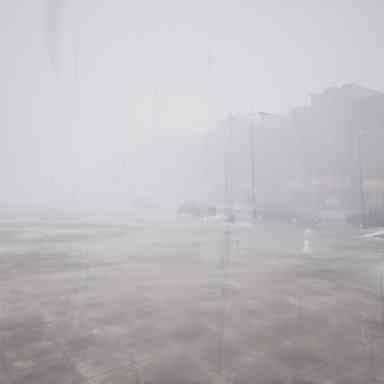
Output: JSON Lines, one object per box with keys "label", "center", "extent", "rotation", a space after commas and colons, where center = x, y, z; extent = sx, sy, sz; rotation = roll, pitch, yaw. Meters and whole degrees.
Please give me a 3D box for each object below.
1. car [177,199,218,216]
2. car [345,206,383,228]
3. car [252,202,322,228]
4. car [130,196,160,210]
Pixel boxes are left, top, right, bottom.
{"label": "car", "center": [0.430, 1.387, 30.229], "extent": [1.994, 1.385, 4.181], "rotation": [-2, 2, -36]}
{"label": "car", "center": [11.593, 1.480, 19.004], "extent": [2.033, 1.411, 5.357], "rotation": [-1, 1, -30]}
{"label": "car", "center": [6.184, 1.436, 22.118], "extent": [1.837, 1.490, 4.892], "rotation": [-2, 2, -35]}
{"label": "car", "center": [-5.497, 1.199, 38.602], "extent": [2.128, 1.511, 4.902], "rotation": [-2, 2, -35]}
